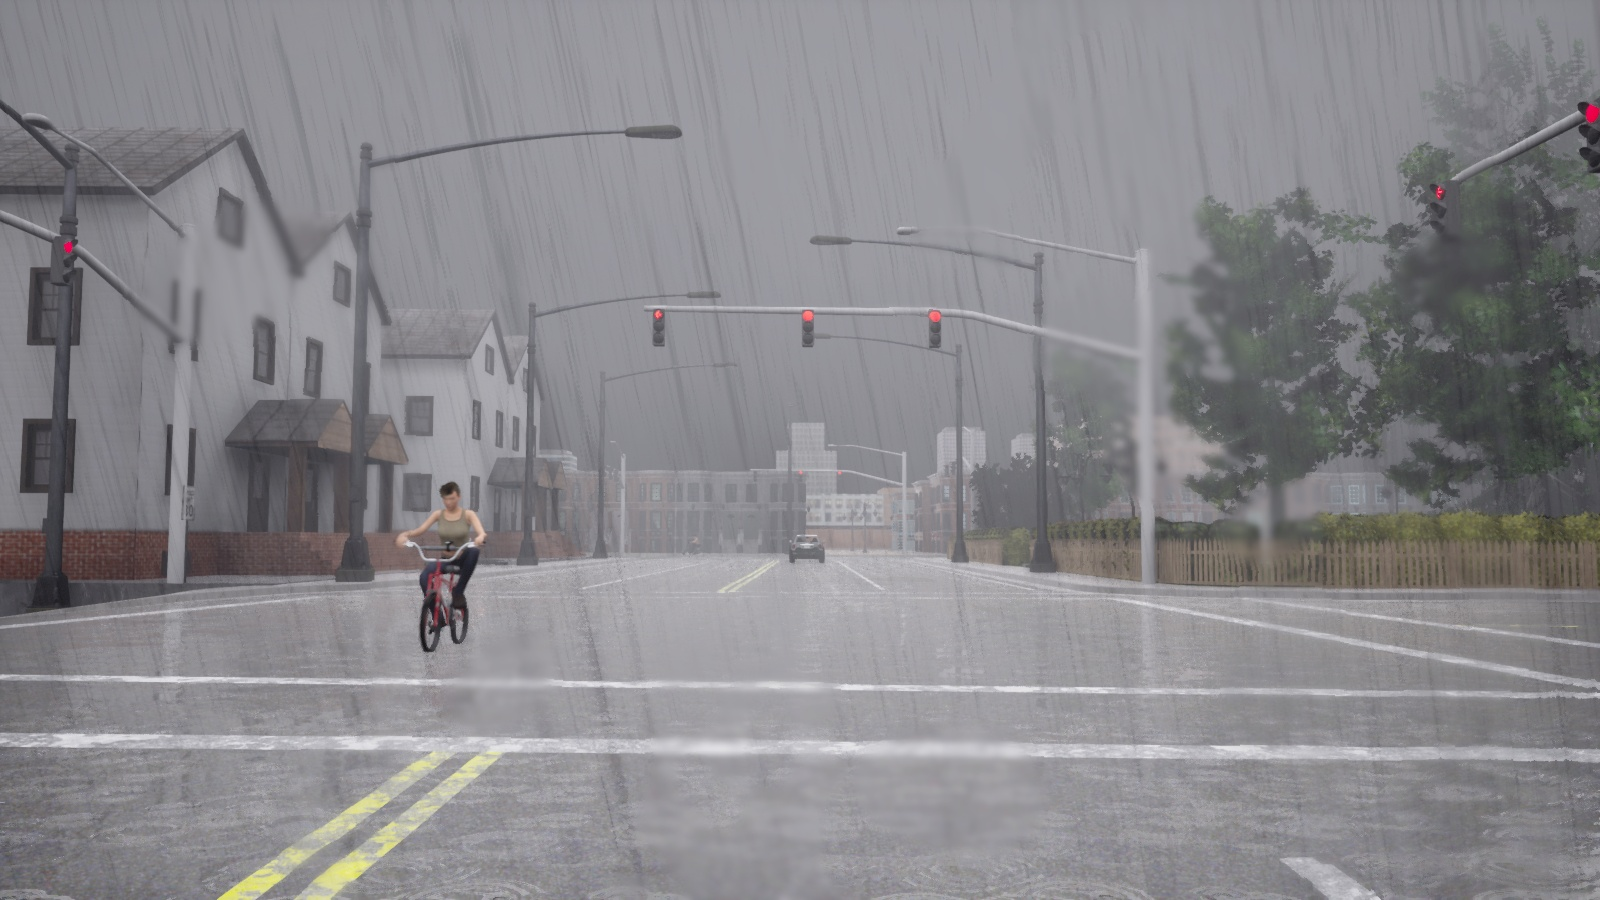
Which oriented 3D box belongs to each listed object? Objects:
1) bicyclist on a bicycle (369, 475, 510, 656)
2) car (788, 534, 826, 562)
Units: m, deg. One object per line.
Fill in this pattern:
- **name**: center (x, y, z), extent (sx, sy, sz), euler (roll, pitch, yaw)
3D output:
- **bicyclist on a bicycle**: center (-3.414, 1.092, 12.041), extent (0.866, 1.612, 1.509), euler (0, -4, 0)
- **car**: center (0.372, 5.232, 67.110), extent (1.970, 1.475, 3.806), euler (0, -4, 1)
